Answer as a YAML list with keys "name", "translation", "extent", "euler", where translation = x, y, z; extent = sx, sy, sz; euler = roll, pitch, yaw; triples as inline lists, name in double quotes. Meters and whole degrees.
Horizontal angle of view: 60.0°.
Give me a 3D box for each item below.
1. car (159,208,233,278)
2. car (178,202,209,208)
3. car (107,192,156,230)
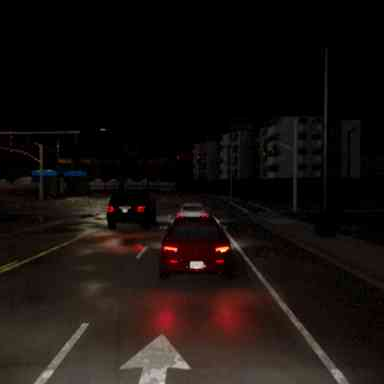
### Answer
- name: "car"
  translation: [0.096, 1.428, 9.673]
  extent: [1.812, 1.442, 4.674]
  euler: [0, 1, 0]
- name: "car"
  translation: [0.063, 1.308, 18.963]
  extent: [1.812, 1.442, 4.674]
  euler: [0, 1, 1]
- name: "car"
  translation: [-3.406, 0.991, 19.579]
  extent: [2.150, 2.045, 5.566]
  euler: [0, 1, 0]
